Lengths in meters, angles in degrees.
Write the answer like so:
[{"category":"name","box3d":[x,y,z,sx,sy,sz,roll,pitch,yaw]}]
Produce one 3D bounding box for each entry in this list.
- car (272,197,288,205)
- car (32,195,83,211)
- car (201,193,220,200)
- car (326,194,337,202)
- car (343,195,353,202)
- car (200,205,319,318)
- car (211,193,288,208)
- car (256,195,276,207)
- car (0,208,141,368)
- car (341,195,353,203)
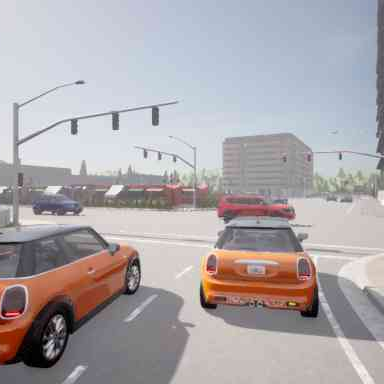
[{"category":"car","box3d":[16.565,1.601,62.209,1.895,1.301,4.718,0,0,28]},{"category":"car","box3d":[-13.502,1.277,33.273,5.566,2.045,2.150,0,0,28]},{"category":"car","box3d":[4.879,1.209,86.910,4.605,1.855,1.932,0,0,28]},{"category":"car","box3d":[33.386,1.355,79.371,2.097,1.767,4.553,0,0,27]},{"category":"car","box3d":[36.526,1.500,77.823,1.837,1.490,4.892,0,0,27]},{"category":"car","box3d":[1.603,1.352,7.770,2.097,1.767,4.553,0,0,14]},{"category":"car","box3d":[4.502,1.261,23.788,5.566,2.045,2.150,0,0,28]},{"category":"car","box3d":[11.940,1.352,53.366,2.097,1.767,4.553,0,0,27]},{"category":"car","box3d":[-2.509,1.352,6.052,2.097,1.767,4.553,0,0,9]},{"category":"car","box3d":[31.954,1.595,68.991,1.895,1.301,4.718,0,0,27]}]
